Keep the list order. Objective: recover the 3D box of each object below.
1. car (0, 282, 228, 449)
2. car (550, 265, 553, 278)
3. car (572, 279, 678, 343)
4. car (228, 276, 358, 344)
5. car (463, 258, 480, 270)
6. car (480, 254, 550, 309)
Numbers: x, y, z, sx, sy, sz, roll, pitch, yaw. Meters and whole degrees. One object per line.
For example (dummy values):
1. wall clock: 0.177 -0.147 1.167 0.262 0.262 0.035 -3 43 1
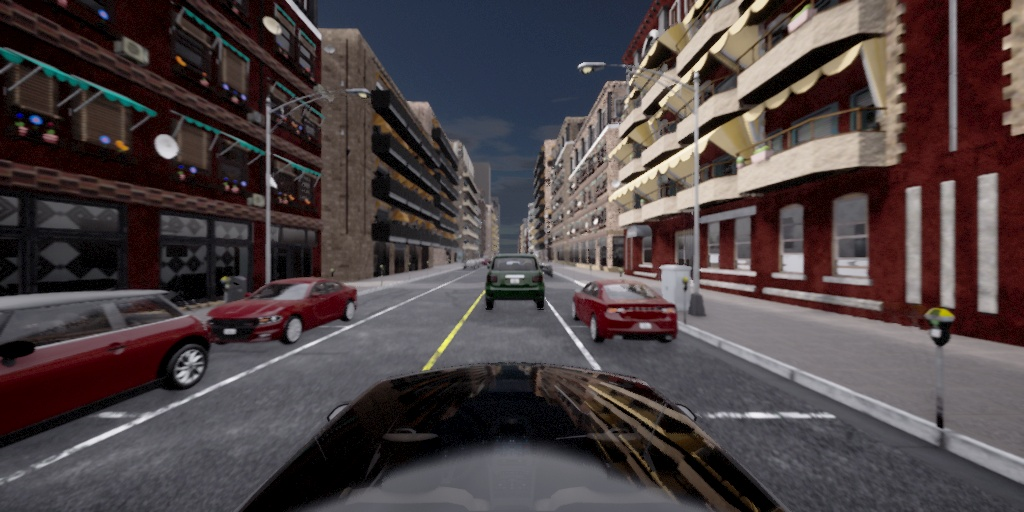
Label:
1. car: -5.691 1.182 3.843 1.967 1.591 4.097 0 0 0
2. car: 2.704 1.190 32.016 2.007 1.370 4.403 0 0 0
3. car: 2.693 1.267 9.472 1.888 1.381 4.507 0 0 0
4. car: -5.688 1.267 9.481 1.888 1.381 4.507 0 0 0
5. car: -5.669 1.127 48.933 2.007 1.370 4.403 0 0 0
6. car: 0.118 0.924 14.755 2.150 2.045 5.566 0 0 0
